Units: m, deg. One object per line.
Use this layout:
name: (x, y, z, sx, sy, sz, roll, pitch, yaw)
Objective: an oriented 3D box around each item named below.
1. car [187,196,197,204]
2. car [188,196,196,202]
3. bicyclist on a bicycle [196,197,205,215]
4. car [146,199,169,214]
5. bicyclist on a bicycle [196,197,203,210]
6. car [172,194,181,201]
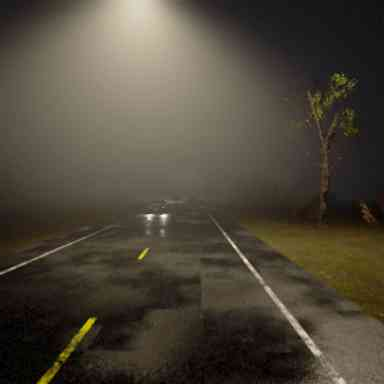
car: (-0.011, 1.512, 64.056, 1.994, 1.385, 4.181, 0, 0, 0)
car: (-0.015, 1.528, 77.282, 1.895, 1.301, 4.718, 0, 0, 0)
bicyclist on a bicycle: (0.956, 1.346, 31.927, 0.659, 1.776, 1.843, 0, 0, 0)
car: (-3.601, 1.498, 35.438, 1.812, 1.442, 4.674, 0, 0, 0)
bicyclist on a bicycle: (0.941, 1.404, 41.600, 0.866, 1.612, 1.509, 0, 0, 0)
car: (-3.515, 1.269, 76.585, 1.882, 1.535, 5.008, 0, 0, 0)
